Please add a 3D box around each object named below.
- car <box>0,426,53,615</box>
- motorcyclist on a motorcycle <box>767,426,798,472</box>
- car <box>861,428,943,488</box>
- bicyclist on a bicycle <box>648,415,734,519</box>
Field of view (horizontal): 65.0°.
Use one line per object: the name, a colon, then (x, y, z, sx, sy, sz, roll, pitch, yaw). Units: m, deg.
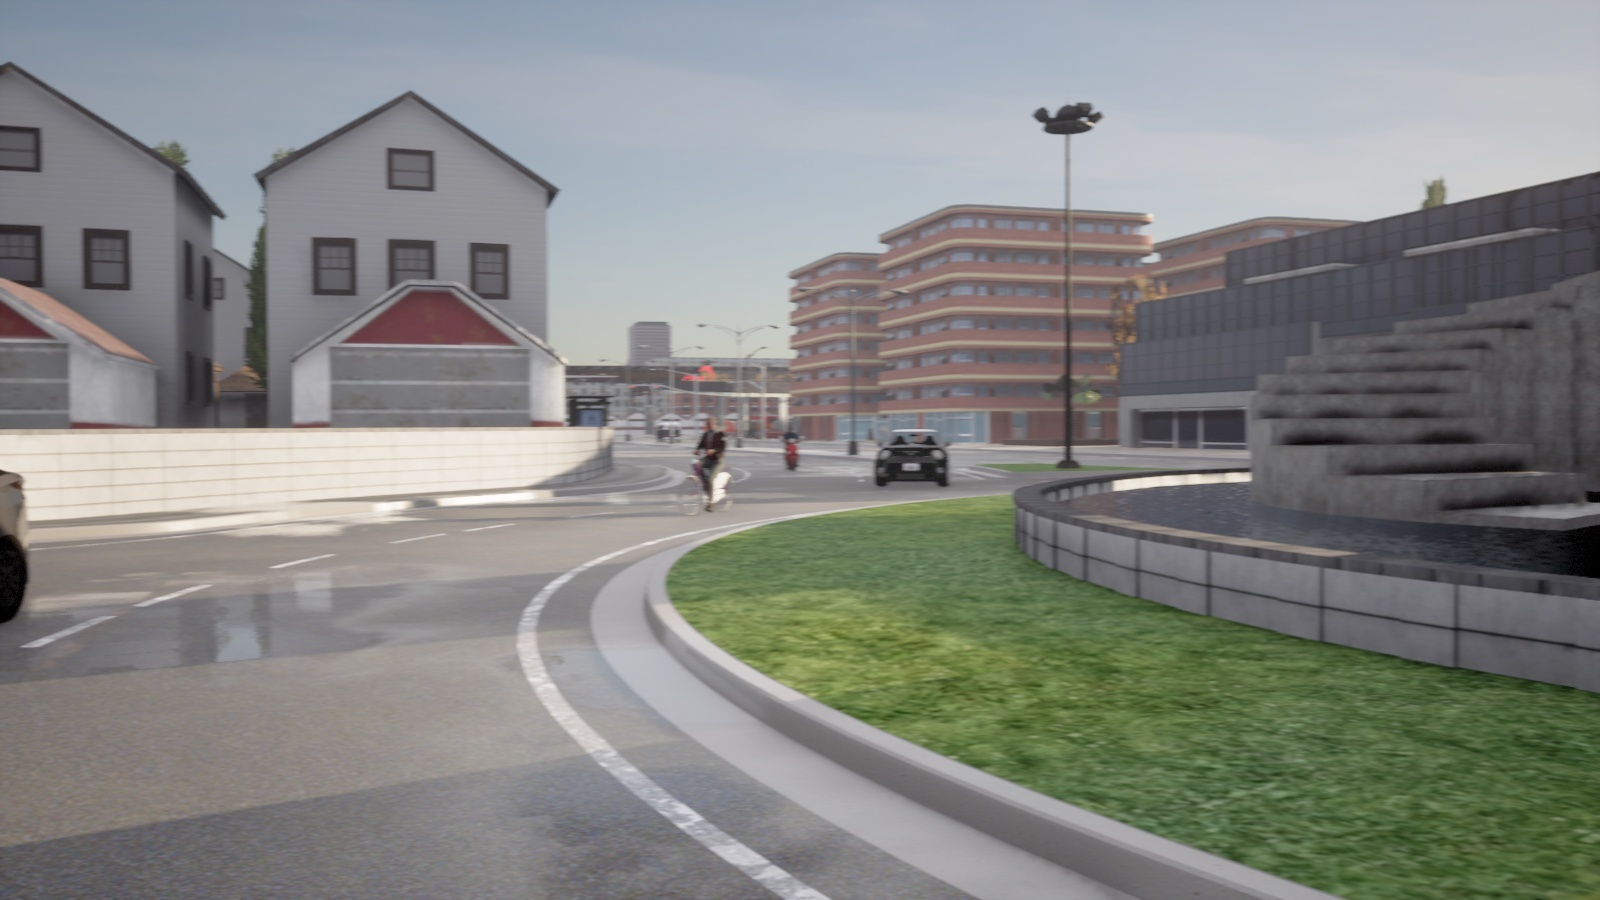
car: (-7.247, 0.590, 8.677, 2.007, 1.525, 4.514, 0, 1, -8)
motorcyclist on a motorcycle: (-0.628, -0.055, 44.277, 0.866, 1.590, 1.817, -1, 1, -8)
car: (2.774, 0.168, 33.503, 1.970, 1.475, 3.806, 0, 1, 8)
bicyclist on a bicycle: (-1.919, 0.270, 22.381, 0.659, 1.776, 1.843, 1, 1, 26)
